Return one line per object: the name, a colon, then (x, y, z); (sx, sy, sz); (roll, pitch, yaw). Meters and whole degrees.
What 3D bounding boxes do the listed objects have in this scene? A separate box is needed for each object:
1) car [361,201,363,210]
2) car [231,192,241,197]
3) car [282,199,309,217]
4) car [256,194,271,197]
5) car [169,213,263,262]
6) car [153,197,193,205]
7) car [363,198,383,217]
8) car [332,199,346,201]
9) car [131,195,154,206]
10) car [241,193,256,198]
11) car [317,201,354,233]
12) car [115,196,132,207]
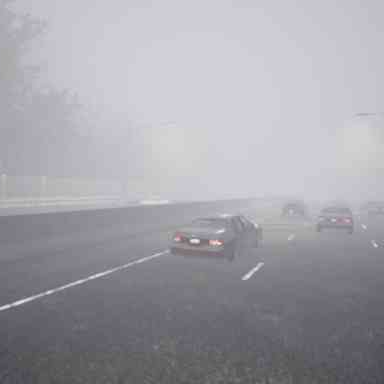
car: (21.382, 1.457, 39.846); (1.812, 1.442, 4.674); (1, 0, 25)
car: (10.142, 0.695, 74.398); (1.882, 1.535, 5.008); (1, 0, 24)
car: (9.356, 1.378, 30.089); (1.837, 1.490, 4.892); (1, 0, 24)
car: (15.484, 1.055, 69.239); (2.033, 1.411, 5.357); (1, 0, 24)
car: (1.123, 1.470, 11.940); (2.033, 1.411, 5.357); (1, 0, 24)
car: (-1.270, 1.293, 32.562); (2.033, 1.411, 5.357); (1, 0, 24)
car: (16.829, 1.501, 29.663); (2.033, 1.411, 5.357); (1, 0, 25)
car: (16.443, 1.444, 37.234); (2.033, 1.411, 5.357); (1, 0, 24)
car: (-4.008, 1.225, 34.994); (1.812, 1.442, 4.674); (1, 0, 24)
car: (12.813, 0.891, 71.818); (2.128, 1.511, 4.902); (1, 0, 24)
car: (8.323, 1.490, 19.334); (2.033, 1.411, 5.357); (1, 0, 25)
car: (-6.655, 1.145, 37.628); (2.128, 1.511, 4.902); (1, 0, 24)
